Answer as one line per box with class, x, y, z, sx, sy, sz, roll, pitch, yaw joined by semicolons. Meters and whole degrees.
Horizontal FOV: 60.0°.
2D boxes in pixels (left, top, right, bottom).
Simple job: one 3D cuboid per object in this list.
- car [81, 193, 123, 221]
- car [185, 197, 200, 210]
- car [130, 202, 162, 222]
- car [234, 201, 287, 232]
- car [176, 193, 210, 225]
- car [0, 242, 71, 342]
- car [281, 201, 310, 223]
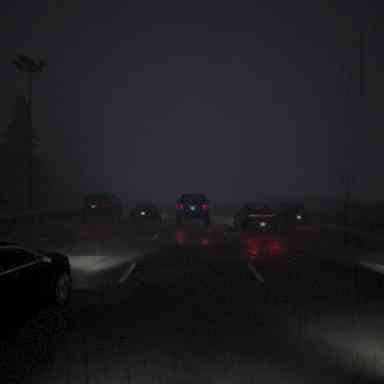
car;-6.910;1.112;26.021;2.150;2.045;5.566;0;0;0
car;0.079;1.352;41.073;1.812;1.442;4.674;0;0;0
car;-3.406;1.458;25.059;1.994;1.385;4.181;0;0;0
car;3.594;1.410;19.291;2.128;1.511;4.902;0;0;0
car;0.097;1.119;23.159;2.150;2.045;5.566;0;0;1
car;-3.402;1.470;4.973;2.128;1.511;4.902;0;0;0
car;7.092;1.402;24.470;1.837;1.490;4.892;0;0;0
